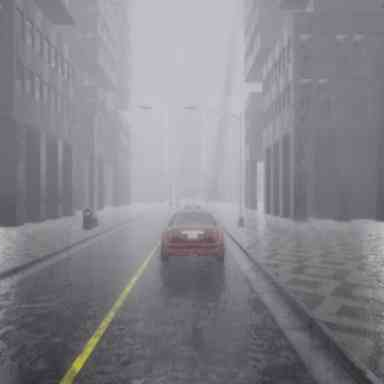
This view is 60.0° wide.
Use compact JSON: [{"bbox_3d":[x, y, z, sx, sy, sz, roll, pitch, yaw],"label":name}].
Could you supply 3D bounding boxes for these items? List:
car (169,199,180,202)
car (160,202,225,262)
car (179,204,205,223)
[{"bbox_3d":[-3.053,1.901,58.433,2.128,1.511,4.902,0,0,1],"label":"car"},{"bbox_3d":[0.041,1.420,12.534,2.097,1.767,4.553,0,0,1],"label":"car"},{"bbox_3d":[0.039,1.724,27.633,1.994,1.385,4.181,0,0,1],"label":"car"}]
